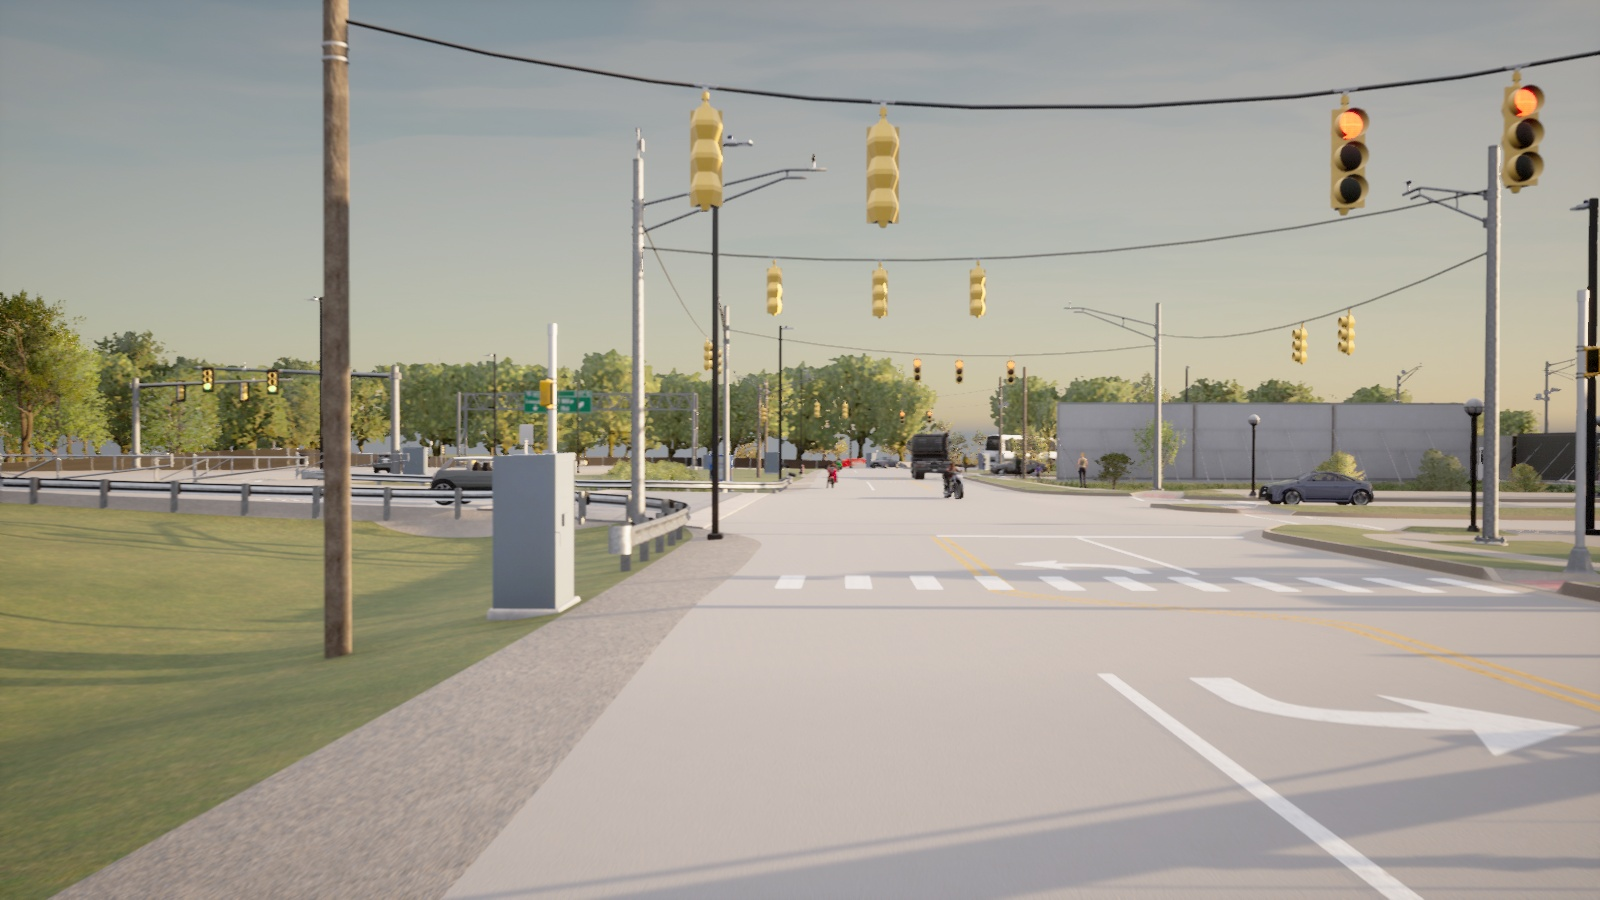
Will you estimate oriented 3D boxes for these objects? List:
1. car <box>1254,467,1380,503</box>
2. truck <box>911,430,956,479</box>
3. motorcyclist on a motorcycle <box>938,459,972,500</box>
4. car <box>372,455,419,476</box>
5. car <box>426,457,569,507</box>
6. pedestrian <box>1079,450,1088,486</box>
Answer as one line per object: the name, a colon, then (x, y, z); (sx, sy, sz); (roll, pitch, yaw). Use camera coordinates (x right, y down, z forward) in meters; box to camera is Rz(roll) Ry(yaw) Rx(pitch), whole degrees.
car: (20.376, 1.364, 49.601); (4.181, 1.385, 1.994); (0, 0, 2)
truck: (9.805, 0.329, 93.014); (2.891, 3.462, 7.936); (0, 0, 3)
motorcyclist on a motorcycle: (6.477, 1.215, 52.627); (0.766, 1.649, 2.350); (0, 0, -10)
car: (-28.590, 1.091, 88.840); (1.970, 1.475, 3.806); (0, -1, 2)
car: (-9.219, 0.975, 38.397); (3.806, 1.475, 1.970); (0, -1, 6)
pedestrian: (14.551, 0.905, 64.489); (0.345, 1.836, 0.594); (0, 1, 2)
